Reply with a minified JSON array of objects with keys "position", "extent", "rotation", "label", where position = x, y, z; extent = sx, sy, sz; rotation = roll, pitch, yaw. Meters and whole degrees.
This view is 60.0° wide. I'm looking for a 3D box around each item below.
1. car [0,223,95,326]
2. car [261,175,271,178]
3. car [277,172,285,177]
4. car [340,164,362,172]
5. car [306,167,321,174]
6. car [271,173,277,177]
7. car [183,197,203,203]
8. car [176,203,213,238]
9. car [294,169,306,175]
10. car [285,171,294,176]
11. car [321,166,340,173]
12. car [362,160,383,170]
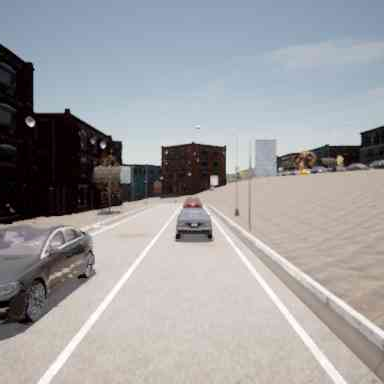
[{"position":[-3.567,1.491,7.216],"extent":[2.128,1.511,4.902],"rotation":[0,0,0],"label":"car"},{"position":[21.485,-4.306,92.705],"extent":[2.185,1.767,4.553],"rotation":[0,1,-1],"label":"car"},{"position":[21.854,-3.971,76.250],"extent":[2.231,1.521,4.892],"rotation":[0,1,-1],"label":"car"},{"position":[24.233,-3.426,48.502],"extent":[2.002,1.452,4.674],"rotation":[0,1,-7],"label":"car"},{"position":[22.909,-3.797,59.666],"extent":[2.185,1.767,4.553],"rotation":[0,1,-5],"label":"car"},{"position":[21.725,-4.049,81.768],"extent":[2.231,1.521,4.892],"rotation":[0,1,-1],"label":"car"},{"position":[0.097,1.341,36.593],"extent":[2.097,1.767,4.553],"rotation":[0,0,0],"label":"car"},{"position":[0.093,1.542,17.721],"extent":[2.033,1.411,5.357],"rotation":[0,0,0],"label":"car"},{"position":[22.440,-3.773,65.171],"extent":[2.097,1.535,5.008],"rotation":[0,1,-4],"label":"car"},{"position":[22.088,-3.834,70.708],"extent":[2.002,1.452,4.674],"rotation":[0,1,-3],"label":"car"},{"position":[23.530,-3.537,53.975],"extent":[2.163,1.488,4.792],"rotation":[0,1,-6],"label":"car"},{"position":[25.038,-3.365,43.140],"extent":[2.231,1.521,4.892],"rotation":[0,1,-9],"label":"car"}]
